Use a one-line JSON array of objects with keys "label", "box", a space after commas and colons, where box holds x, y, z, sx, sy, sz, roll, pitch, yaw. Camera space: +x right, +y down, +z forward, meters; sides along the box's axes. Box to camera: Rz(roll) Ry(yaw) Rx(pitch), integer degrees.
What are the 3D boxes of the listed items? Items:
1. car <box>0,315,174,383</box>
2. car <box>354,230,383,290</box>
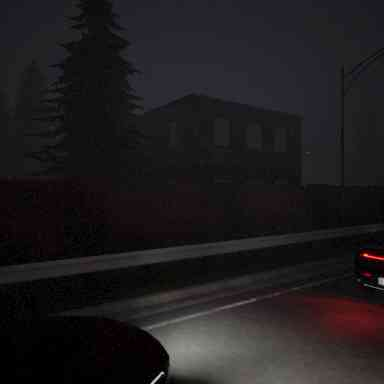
[{"label": "car", "box": [-2.291, 1.526, 2.118, 4.674, 1.442, 1.812, 0, 0, -36]}, {"label": "car", "box": [5.749, 1.505, 7.847, 4.892, 1.490, 1.837, 0, 0, -35]}]
